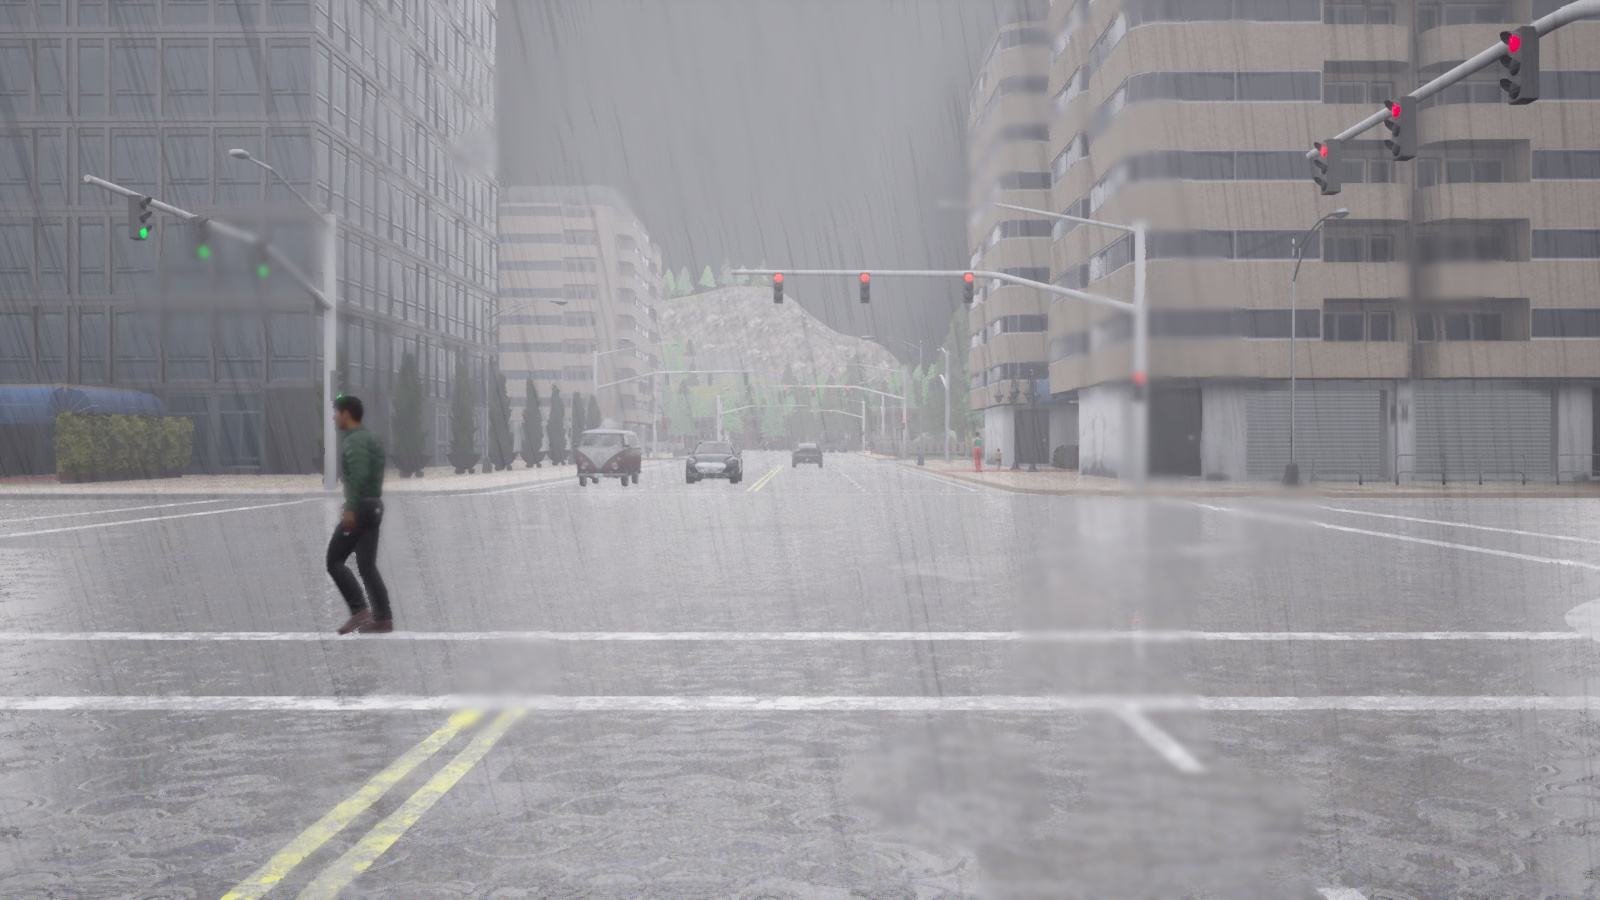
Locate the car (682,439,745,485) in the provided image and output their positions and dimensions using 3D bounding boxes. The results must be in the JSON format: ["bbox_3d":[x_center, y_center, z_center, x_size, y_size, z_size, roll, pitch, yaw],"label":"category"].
[{"bbox_3d":[-3.212,0.405,47.640,2.033,1.649,4.856,0,0,0],"label":"car"}]

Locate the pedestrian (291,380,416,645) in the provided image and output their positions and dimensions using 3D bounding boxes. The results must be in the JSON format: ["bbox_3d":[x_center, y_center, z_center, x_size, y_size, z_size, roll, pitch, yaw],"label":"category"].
[{"bbox_3d":[-3.352,0.459,9.461,0.788,1.949,0.423,0,0,1],"label":"pedestrian"}]

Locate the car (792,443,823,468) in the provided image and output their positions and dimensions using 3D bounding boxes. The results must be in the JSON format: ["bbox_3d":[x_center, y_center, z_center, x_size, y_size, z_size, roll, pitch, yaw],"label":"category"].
[{"bbox_3d":[0.453,0.319,76.675,1.837,1.490,4.892,0,0,0],"label":"car"}]

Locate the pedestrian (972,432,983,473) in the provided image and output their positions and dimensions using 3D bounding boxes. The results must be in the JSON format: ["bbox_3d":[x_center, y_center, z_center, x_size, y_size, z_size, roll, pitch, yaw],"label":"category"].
[{"bbox_3d":[7.959,0.094,56.295,0.345,1.836,0.594,0,0,-4],"label":"pedestrian"}]

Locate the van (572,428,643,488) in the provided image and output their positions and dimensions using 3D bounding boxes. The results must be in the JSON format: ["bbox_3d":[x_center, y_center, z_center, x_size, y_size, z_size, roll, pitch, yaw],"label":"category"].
[{"bbox_3d":[-6.731,0.241,44.310,1.775,1.987,4.442,0,1,0],"label":"van"}]
